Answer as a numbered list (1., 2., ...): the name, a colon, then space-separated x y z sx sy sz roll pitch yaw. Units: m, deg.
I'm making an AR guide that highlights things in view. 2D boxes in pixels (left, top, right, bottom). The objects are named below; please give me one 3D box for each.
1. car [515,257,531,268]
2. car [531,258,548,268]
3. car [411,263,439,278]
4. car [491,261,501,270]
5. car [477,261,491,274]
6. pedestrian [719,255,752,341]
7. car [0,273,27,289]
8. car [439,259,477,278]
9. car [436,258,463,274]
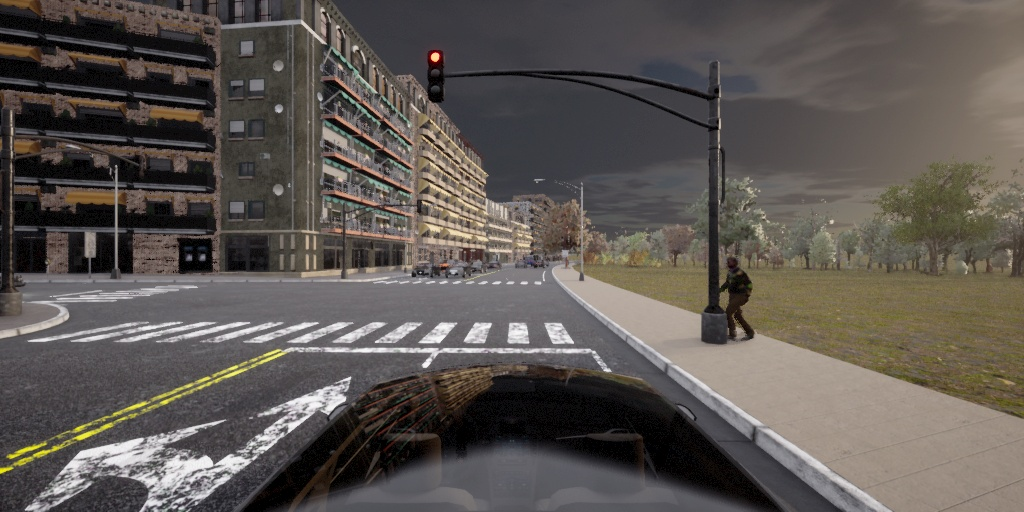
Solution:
1. car: 1.739 1.432 64.969 2.128 1.511 4.902 0 0 9
2. car: 5.019 1.447 64.915 1.837 1.490 4.892 0 0 9
3. car: -8.361 1.374 35.347 1.994 1.385 4.181 0 0 5
4. car: -2.874 1.457 56.062 1.994 1.385 4.181 0 0 8
5. car: -4.267 1.350 44.279 1.837 1.490 4.892 0 0 6
6. pedestrian: 4.775 0.893 7.677 0.375 1.860 0.375 0 0 1
7. car: -24.275 0.904 14.677 5.357 1.411 2.033 1 0 -18
8. car: -5.131 1.301 34.976 2.128 1.511 4.902 0 0 5
9. car: -7.579 1.195 43.767 2.097 1.767 4.553 0 0 6
